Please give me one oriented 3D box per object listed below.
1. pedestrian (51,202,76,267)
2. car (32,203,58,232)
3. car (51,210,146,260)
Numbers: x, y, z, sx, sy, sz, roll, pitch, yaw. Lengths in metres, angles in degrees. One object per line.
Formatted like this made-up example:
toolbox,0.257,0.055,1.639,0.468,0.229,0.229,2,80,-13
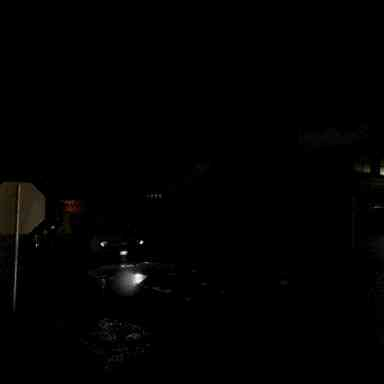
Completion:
pedestrian,-3.498,1.105,9.043,0.375,1.860,0.375,2,-1,-34
car,-9.352,1.486,21.143,2.097,1.767,4.553,3,-2,-35
car,-3.731,1.620,13.077,2.033,1.411,5.357,3,-2,-35
